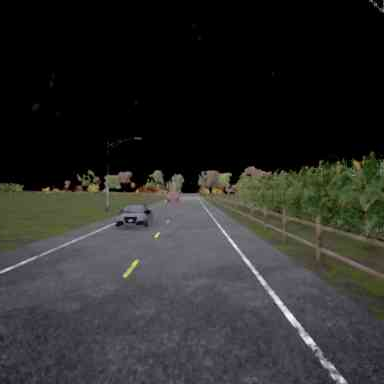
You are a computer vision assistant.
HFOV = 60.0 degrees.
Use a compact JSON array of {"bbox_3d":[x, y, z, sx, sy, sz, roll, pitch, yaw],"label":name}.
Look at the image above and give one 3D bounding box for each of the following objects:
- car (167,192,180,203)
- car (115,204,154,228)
[{"bbox_3d":[-3.547,0.946,63.115,2.150,2.045,5.566,0,0,0],"label":"car"},{"bbox_3d":[-3.608,1.472,21.478,1.994,1.385,4.181,0,0,0],"label":"car"}]
